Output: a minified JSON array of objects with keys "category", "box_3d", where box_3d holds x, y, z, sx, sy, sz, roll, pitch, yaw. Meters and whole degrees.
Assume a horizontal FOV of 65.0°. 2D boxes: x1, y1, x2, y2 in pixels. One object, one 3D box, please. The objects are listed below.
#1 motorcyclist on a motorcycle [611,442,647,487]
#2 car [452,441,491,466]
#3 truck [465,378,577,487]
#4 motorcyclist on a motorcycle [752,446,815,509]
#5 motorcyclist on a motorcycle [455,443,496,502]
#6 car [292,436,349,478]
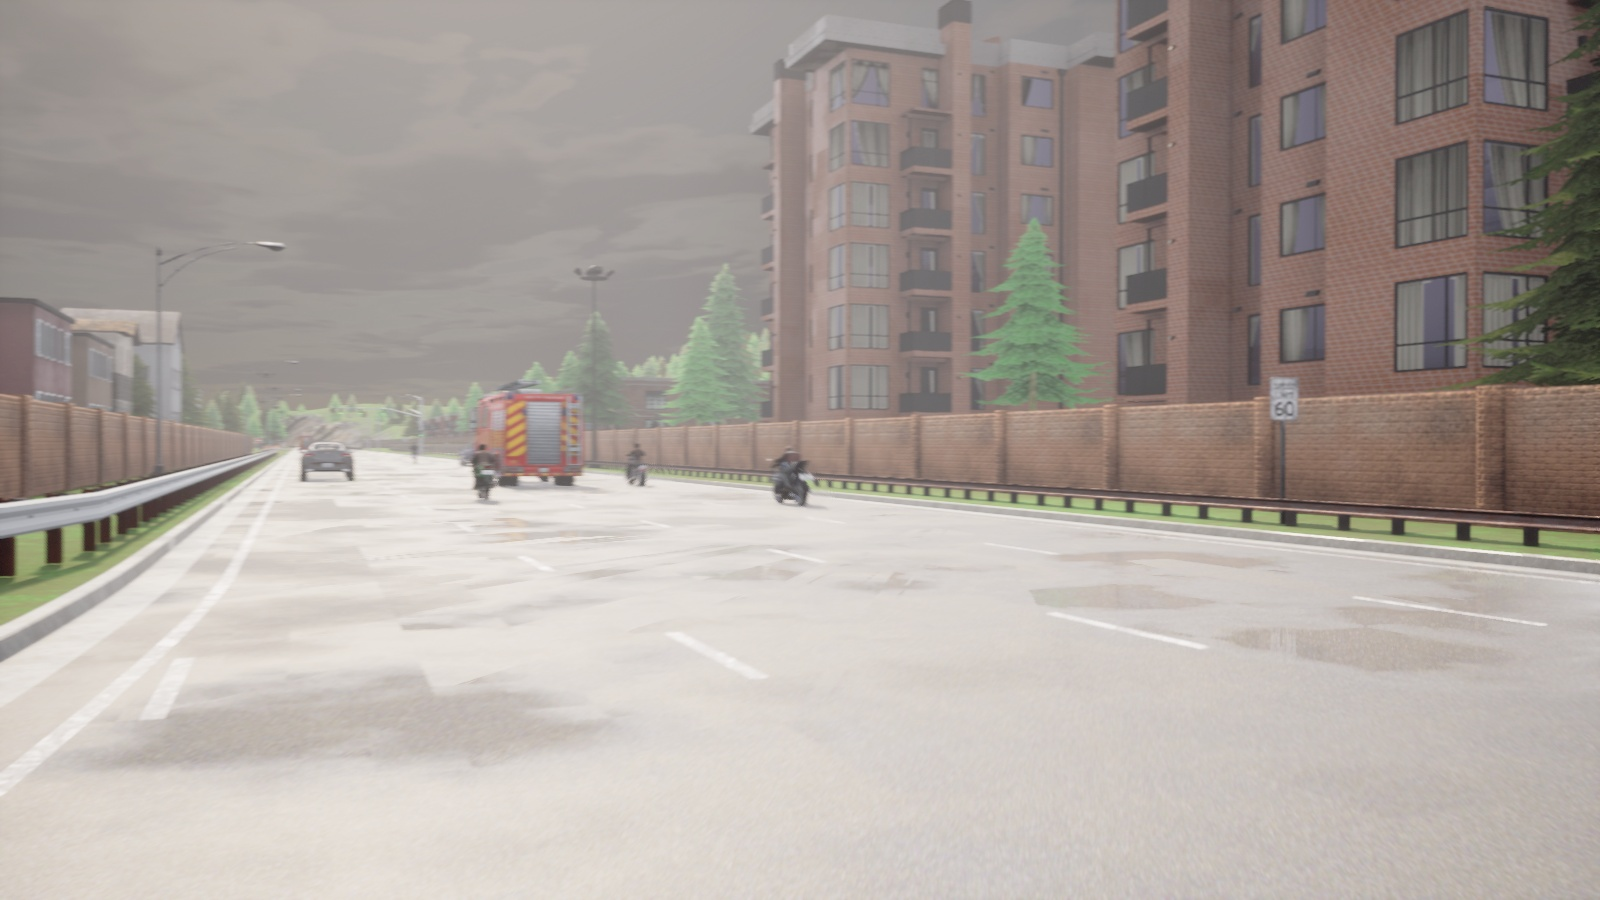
[{"category":"motorcyclist on a motorcycle","box_3d":[-6.329,0.520,46.455,0.766,1.649,2.350,0,0,-22]},{"category":"car","box_3d":[-23.197,0.226,88.452,2.097,1.767,4.553,0,0,-22]},{"category":"truck","box_3d":[-10.938,-0.619,48.547,2.891,3.827,8.468,0,0,-22]},{"category":"motorcyclist on a motorcycle","box_3d":[-0.436,0.676,31.781,0.866,1.530,2.191,0,0,-22]},{"category":"motorcyclist on a motorcycle","box_3d":[-8.654,0.586,33.462,0.797,1.523,2.044,0,0,-22]},{"category":"car","box_3d":[-20.313,0.273,53.100,2.152,1.651,5.027,0,0,-22]}]
